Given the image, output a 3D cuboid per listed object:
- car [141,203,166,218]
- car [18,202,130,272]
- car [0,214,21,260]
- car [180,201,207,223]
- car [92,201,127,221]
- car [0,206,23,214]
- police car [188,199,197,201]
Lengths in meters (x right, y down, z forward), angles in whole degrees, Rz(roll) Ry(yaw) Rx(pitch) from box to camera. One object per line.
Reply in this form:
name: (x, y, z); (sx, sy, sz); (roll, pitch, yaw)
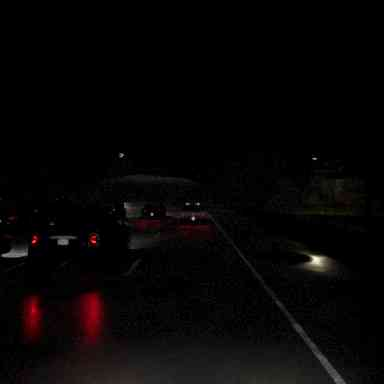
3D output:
car: (-3.408, 1.635, 30.703); (1.895, 1.301, 4.718); (0, 0, 0)
car: (-3.402, 1.342, 10.895); (2.097, 1.767, 4.553); (0, 0, 0)
car: (-6.896, 1.539, 8.564); (2.033, 1.411, 5.357); (0, 0, 0)
car: (0.094, 1.604, 25.549); (1.895, 1.301, 4.718); (0, 0, 0)
car: (-6.905, 1.551, 28.361); (1.812, 1.442, 4.674); (0, 0, 0)
car: (-10.404, 1.545, 19.915); (1.994, 1.385, 4.181); (0, 0, 0)
police car: (0.091, 1.691, 40.960); (2.038, 1.542, 4.974); (0, -2, 0)
